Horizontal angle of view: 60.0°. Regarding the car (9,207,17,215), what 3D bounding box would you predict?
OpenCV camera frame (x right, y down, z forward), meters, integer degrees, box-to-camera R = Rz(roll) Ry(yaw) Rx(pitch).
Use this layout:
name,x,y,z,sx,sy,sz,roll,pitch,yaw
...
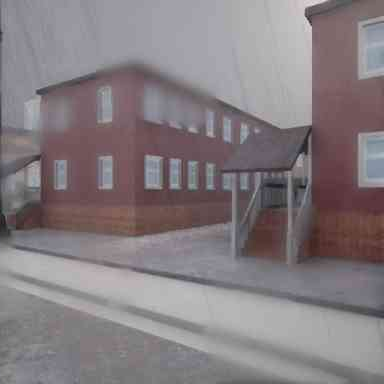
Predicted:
name,x,y,z,sx,sy,sz,roll,pitch,yaw
car,-15.194,1.459,24.832,1.812,1.442,4.674,0,0,36
